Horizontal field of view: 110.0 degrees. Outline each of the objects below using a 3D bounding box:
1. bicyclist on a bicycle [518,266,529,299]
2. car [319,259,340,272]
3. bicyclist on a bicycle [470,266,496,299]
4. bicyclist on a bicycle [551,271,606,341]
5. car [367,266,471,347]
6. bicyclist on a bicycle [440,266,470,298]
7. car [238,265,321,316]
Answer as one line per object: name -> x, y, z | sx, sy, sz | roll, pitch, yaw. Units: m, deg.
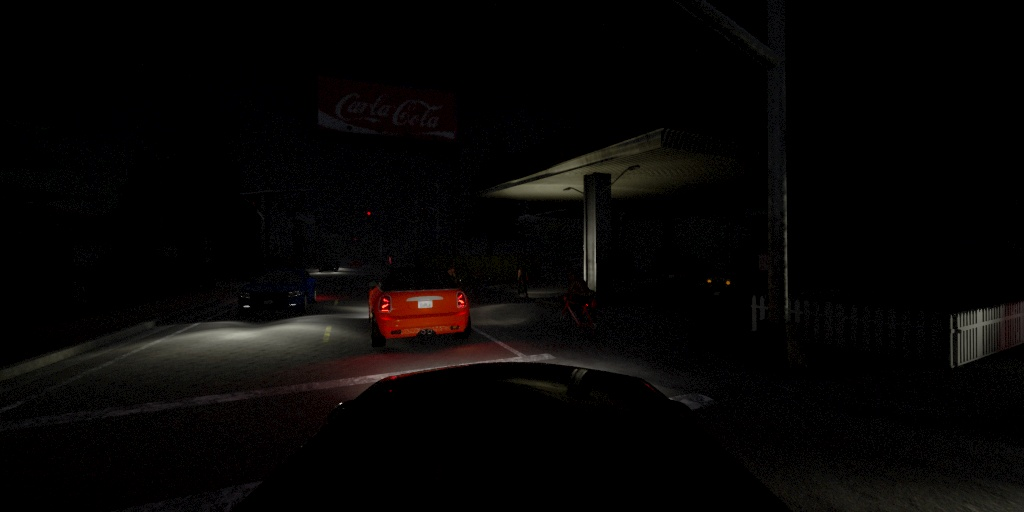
bicyclist on a bicycle -> 0.558, 1.304, 17.977 | 0.582, 1.620, 1.656 | 0, 0, 15
car -> -23.939, 1.164, 46.798 | 2.097, 1.767, 4.553 | 0, 0, -24
bicyclist on a bicycle -> -1.549, 1.308, 17.834 | 1.656, 1.620, 0.582 | 1, 0, -22
bicyclist on a bicycle -> 1.595, 1.191, 8.781 | 0.582, 1.620, 1.656 | 3, -2, -43
car -> -2.624, 1.031, 9.418 | 2.097, 1.767, 4.553 | 0, 0, -23
bicyclist on a bicycle -> -2.838, 1.280, 16.435 | 1.656, 1.620, 0.582 | 1, 0, 36
car -> -8.653, 1.211, 13.571 | 1.882, 1.535, 5.008 | 1, -1, -24
